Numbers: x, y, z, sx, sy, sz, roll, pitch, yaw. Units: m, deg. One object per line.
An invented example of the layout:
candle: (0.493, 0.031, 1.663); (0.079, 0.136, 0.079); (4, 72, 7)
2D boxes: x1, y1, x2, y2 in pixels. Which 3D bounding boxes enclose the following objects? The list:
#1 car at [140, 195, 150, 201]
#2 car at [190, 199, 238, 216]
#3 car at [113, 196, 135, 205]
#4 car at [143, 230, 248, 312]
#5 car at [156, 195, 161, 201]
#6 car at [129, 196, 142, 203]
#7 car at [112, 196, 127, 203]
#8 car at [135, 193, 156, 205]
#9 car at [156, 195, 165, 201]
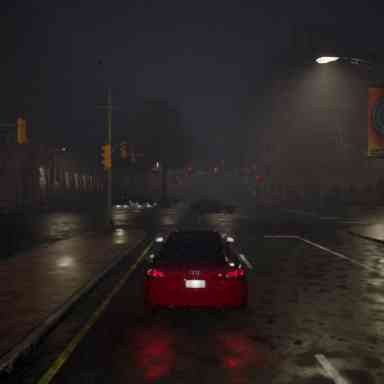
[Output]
car: (-11.533, 1.473, 81.969); (1.882, 1.535, 5.008); (0, 0, 0)
car: (2.186, 1.503, 33.113); (4.892, 1.490, 1.837); (0, 1, 26)
car: (-11.605, 1.560, 56.936); (1.994, 1.385, 4.181); (0, 0, 0)
car: (0.072, 1.563, 7.787); (1.994, 1.385, 4.181); (0, 0, 0)
car: (-8.028, 1.591, 69.994); (1.895, 1.301, 4.718); (0, 0, 0)
car: (-11.527, 1.552, 68.485); (1.994, 1.385, 4.181); (0, 0, 0)
car: (-14.776, 1.591, 67.893); (1.895, 1.301, 4.718); (0, 0, 0)
car: (-8.103, 1.215, 58.647); (2.150, 2.045, 5.566); (0, 0, 0)
car: (-8.034, 1.495, 84.472); (1.837, 1.490, 4.892); (0, 0, 0)
